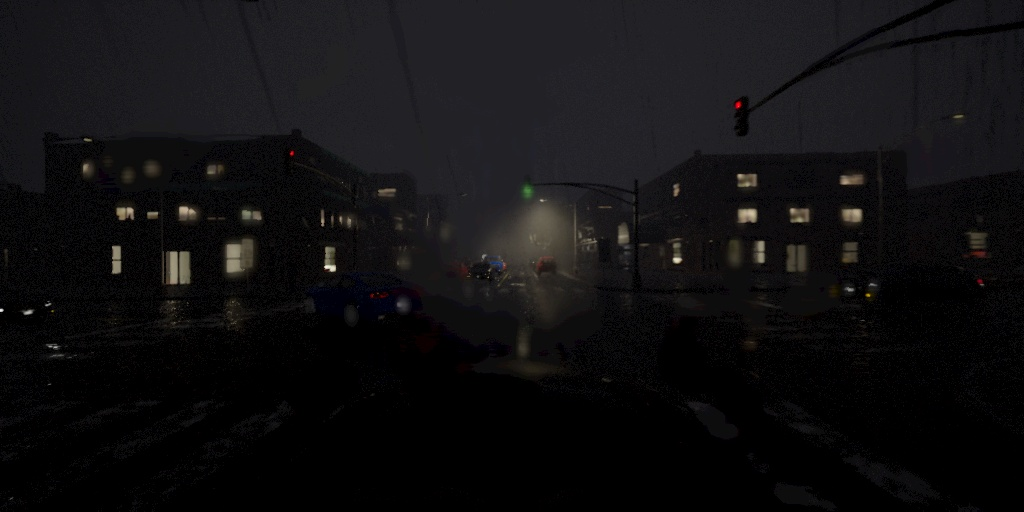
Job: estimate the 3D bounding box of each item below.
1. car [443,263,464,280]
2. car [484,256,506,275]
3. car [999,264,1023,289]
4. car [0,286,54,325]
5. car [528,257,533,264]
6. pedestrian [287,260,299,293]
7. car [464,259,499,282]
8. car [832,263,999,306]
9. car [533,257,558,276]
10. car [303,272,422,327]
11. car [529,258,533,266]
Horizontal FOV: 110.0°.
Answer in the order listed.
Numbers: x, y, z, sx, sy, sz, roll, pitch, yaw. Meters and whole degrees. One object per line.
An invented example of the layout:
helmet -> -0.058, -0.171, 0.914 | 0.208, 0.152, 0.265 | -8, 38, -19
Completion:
car -> -4.972, 1.323, 32.218 | 1.888, 1.381, 4.507 | 0, 0, 1
car -> -2.125, 0.988, 38.700 | 2.150, 2.045, 5.566 | 0, 0, 2
car -> 23.597, 0.925, 15.831 | 4.207, 1.307, 1.802 | 0, 0, 1
car -> -17.238, 1.530, 11.036 | 4.892, 1.490, 1.837 | -1, 0, 1
car -> 4.182, 1.299, 59.622 | 2.007, 1.370, 4.403 | 0, 0, 1
pedestrian -> -12.026, 1.098, 19.648 | 0.375, 1.860, 0.375 | 0, 1, 1
car -> -2.374, 1.267, 28.751 | 1.837, 1.490, 4.892 | 0, 0, 2
car -> 14.704, 1.051, 13.459 | 4.181, 1.385, 1.994 | -1, 0, 1
car -> 3.631, 1.049, 37.527 | 2.192, 1.841, 5.009 | 0, 0, 1
car -> -5.004, 1.256, 11.759 | 5.008, 1.535, 1.882 | 0, -1, 40
car -> 4.044, 1.310, 54.098 | 1.948, 1.339, 4.313 | 0, 0, 1
